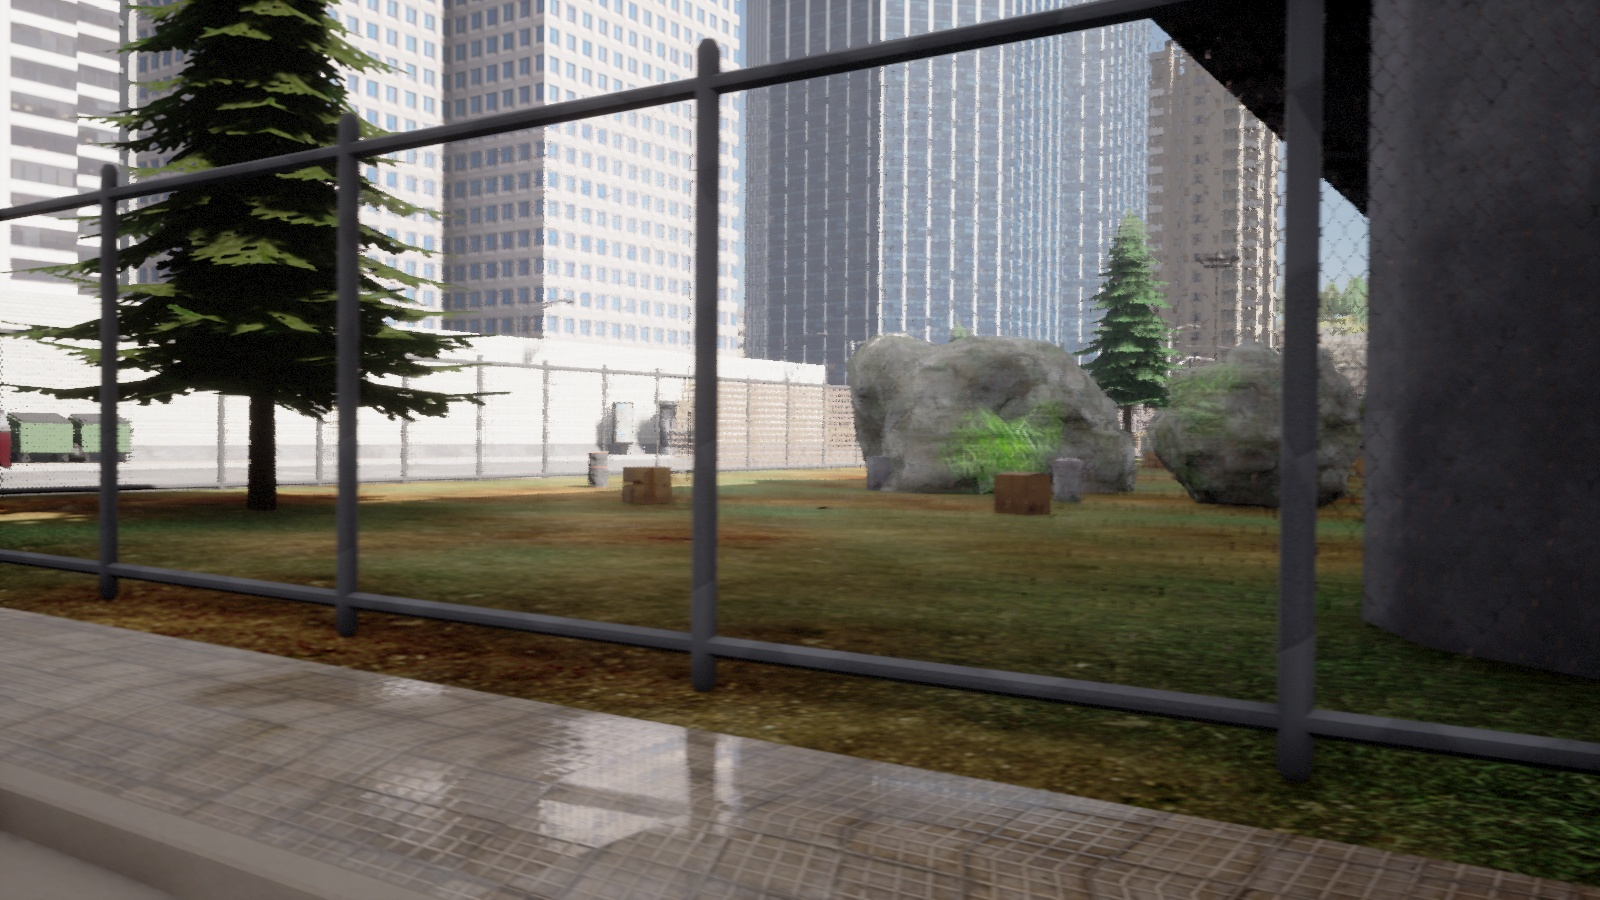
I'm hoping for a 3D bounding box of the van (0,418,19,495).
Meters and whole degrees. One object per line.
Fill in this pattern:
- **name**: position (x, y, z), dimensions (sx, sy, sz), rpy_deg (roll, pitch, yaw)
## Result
- **van**: position (-22.492, 0.201, 31.625), dimensions (1.775, 1.987, 4.442), rpy_deg (0, 1, 34)
